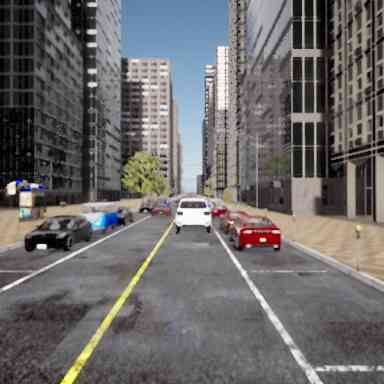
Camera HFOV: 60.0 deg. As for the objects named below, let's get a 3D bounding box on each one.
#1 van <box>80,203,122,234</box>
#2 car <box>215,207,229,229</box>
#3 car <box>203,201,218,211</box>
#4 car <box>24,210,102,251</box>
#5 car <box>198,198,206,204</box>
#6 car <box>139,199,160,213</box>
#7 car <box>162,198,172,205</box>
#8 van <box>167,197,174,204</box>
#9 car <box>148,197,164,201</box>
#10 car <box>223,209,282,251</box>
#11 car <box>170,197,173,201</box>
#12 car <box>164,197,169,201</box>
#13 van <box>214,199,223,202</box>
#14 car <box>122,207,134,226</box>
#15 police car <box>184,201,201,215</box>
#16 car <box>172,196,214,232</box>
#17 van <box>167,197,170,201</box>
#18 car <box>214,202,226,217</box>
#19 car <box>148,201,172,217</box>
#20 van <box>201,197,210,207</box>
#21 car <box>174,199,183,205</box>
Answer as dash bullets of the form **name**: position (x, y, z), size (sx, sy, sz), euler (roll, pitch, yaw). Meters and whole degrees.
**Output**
- **van**: position (-5.713, 1.548, 20.461), size (1.690, 1.788, 3.998), euler (0, -1, 0)
- **car**: position (2.668, 1.788, 20.467), size (1.802, 1.307, 4.206), euler (0, -1, 0)
- **car**: position (2.637, 2.012, 48.810), size (1.887, 1.381, 4.507), euler (0, -1, 0)
- **car**: position (-5.707, 1.716, 14.791), size (1.947, 1.339, 4.313), euler (0, -1, 0)
- **car**: position (2.595, 2.377, 88.488), size (1.947, 1.339, 4.313), euler (0, 0, 0)
- **car**: position (-5.737, 1.982, 43.133), size (1.947, 1.339, 4.313), euler (0, -1, 0)
- **car**: position (-5.773, 2.158, 77.142), size (1.967, 1.590, 4.097), euler (0, 0, 0)
- **van**: position (-5.785, 2.152, 88.481), size (1.690, 1.788, 3.998), euler (0, 0, 0)
- **car**: position (-5.743, 1.782, 48.803), size (2.192, 1.841, 5.009), euler (0, -1, 0)
- **car**: position (2.673, 1.694, 14.800), size (1.887, 1.381, 4.507), euler (0, -1, 0)
- **car**: position (-5.767, 2.110, 71.474), size (1.967, 1.590, 4.097), euler (0, -1, 0)
- **car**: position (-5.755, 2.115, 60.136), size (1.887, 1.381, 4.507), euler (0, -1, 0)
- **van**: position (2.650, 1.705, 37.476), size (1.690, 1.788, 3.998), euler (0, -1, 0)
- **car**: position (-5.719, 1.827, 26.128), size (1.947, 1.339, 4.313), euler (0, -1, 0)
- **police car**: position (0.056, 1.908, 41.587), size (2.038, 1.542, 4.974), euler (0, 0, 0)
- **car**: position (0.079, 1.444, 22.040), size (2.150, 2.045, 5.566), euler (0, 0, 0)
- **van**: position (-5.761, 1.961, 65.807), size (1.690, 1.788, 3.998), euler (0, -1, 0)
- **car**: position (2.656, 1.895, 31.806), size (1.802, 1.307, 4.206), euler (0, -1, 0)
- **car**: position (-3.133, 1.907, 35.145), size (1.994, 1.385, 4.181), euler (0, -1, 0)
- **van**: position (2.619, 1.961, 65.816), size (1.690, 1.788, 3.998), euler (0, 0, 0)
- **car**: position (-3.083, 2.186, 76.687), size (1.895, 1.301, 4.718), euler (0, 0, 0)
